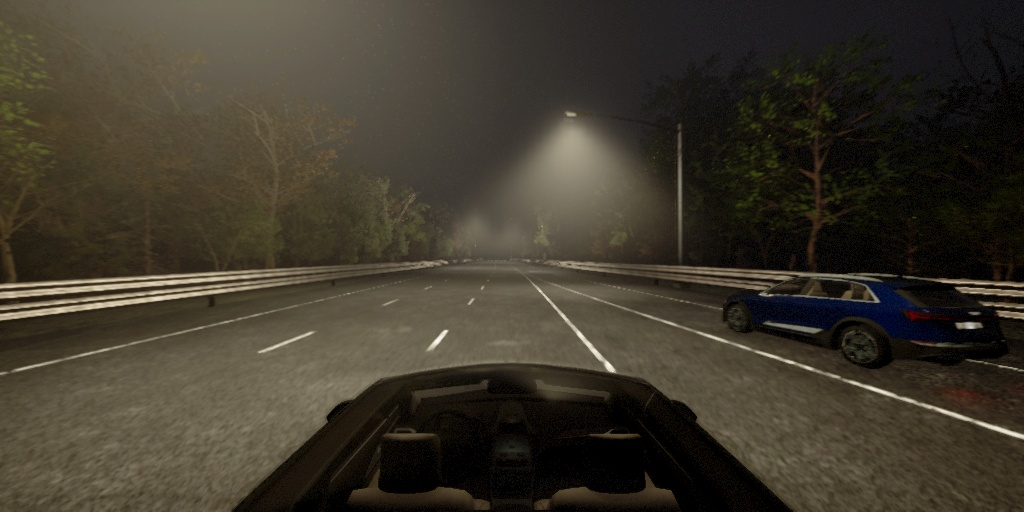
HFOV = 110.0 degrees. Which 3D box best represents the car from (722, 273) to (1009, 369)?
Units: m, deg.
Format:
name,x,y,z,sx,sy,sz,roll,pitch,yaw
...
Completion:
name,x,y,z,sx,sy,sz,roll,pitch,yaw
car,6.958,1.176,7.917,2.033,1.649,4.856,0,0,-8
